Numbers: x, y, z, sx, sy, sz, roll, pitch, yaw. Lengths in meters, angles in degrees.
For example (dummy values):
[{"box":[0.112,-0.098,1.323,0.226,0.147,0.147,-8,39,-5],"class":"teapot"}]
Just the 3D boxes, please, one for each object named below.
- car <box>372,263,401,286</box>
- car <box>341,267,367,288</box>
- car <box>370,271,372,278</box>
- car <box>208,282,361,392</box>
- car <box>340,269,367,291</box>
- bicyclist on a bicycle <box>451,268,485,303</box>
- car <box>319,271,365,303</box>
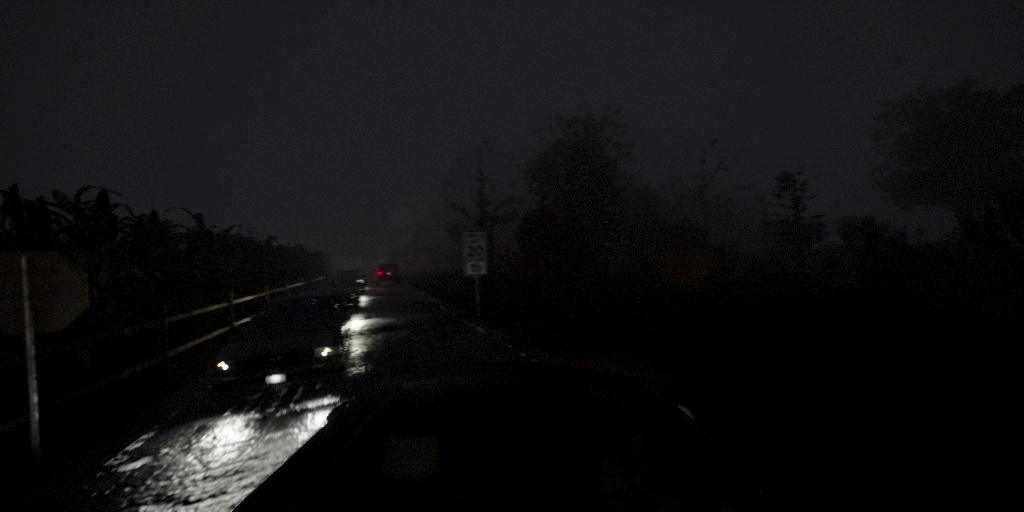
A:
[{"box":[-11.883,1.704,34.173,2.150,2.045,5.566,-3,0,-22],"class":"car"},{"box":[-15.321,2.037,34.967,2.097,1.767,4.553,-3,0,-21],"class":"car"},{"box":[-19.359,2.429,52.127,1.837,1.490,4.892,-3,0,-26],"class":"car"},{"box":[-4.651,1.577,8.017,2.033,1.411,5.357,-3,0,-22],"class":"car"},{"box":[-11.669,1.813,25.691,2.097,1.767,4.553,-3,0,-22],"class":"car"},{"box":[-2.041,1.346,16.621,1.656,1.620,0.582,-2,0,-22],"class":"bicyclist on a bicycle"},{"box":[-8.261,1.730,17.105,1.882,1.535,5.008,-3,0,-22],"class":"car"}]
